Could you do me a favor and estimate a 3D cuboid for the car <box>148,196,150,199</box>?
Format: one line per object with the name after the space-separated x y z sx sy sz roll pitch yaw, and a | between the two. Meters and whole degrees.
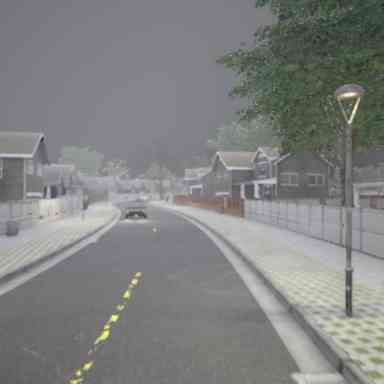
-10.802 1.224 75.382 2.097 1.767 4.553 0 0 1 | car

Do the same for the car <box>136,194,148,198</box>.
-10.133 1.552 65.257 1.895 1.301 4.718 0 0 -5 | car

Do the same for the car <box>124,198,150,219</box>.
-4.952 1.550 29.631 2.033 1.411 5.357 0 0 -9 | car
